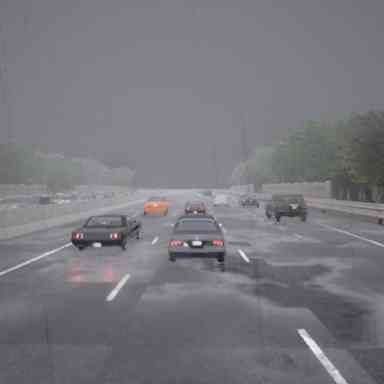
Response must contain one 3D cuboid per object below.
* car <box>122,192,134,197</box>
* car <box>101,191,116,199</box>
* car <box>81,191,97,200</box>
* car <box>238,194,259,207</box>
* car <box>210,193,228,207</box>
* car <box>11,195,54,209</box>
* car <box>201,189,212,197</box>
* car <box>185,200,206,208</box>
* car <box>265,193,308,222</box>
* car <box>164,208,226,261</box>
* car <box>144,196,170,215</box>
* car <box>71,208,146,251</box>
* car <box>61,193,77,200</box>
[{"bbox_3d":[-13.557,0.723,71.157,1.882,1.535,5.008,0,1,0],"label":"car"},{"bbox_3d":[-17.076,0.664,68.156,2.097,1.767,4.553,0,1,0],"label":"car"},{"bbox_3d":[-20.588,0.686,66.363,2.097,1.767,4.553,0,1,0],"label":"car"},{"bbox_3d":[7.345,1.031,43.555,2.097,1.767,4.553,0,1,1],"label":"car"},{"bbox_3d":[3.770,1.193,44.334,1.812,1.442,4.674,0,1,0],"label":"car"},{"bbox_3d":[-13.922,1.202,29.325,2.097,1.767,4.553,0,1,0],"label":"car"},{"bbox_3d":[4.048,0.185,87.108,2.150,2.045,5.566,0,1,0],"label":"car"},{"bbox_3d":[0.283,1.434,31.027,1.895,1.301,4.718,0,1,0],"label":"car"},{"bbox_3d":[7.096,1.113,25.451,2.150,2.045,5.566,0,1,2],"label":"car"},{"bbox_3d":[0.160,1.522,12.133,2.033,1.411,5.357,0,0,0],"label":"car"},{"bbox_3d":[-3.215,1.181,31.342,2.097,1.767,4.553,0,1,0],"label":"car"},{"bbox_3d":[-3.327,1.568,13.952,1.895,1.301,4.718,0,0,0],"label":"car"},{"bbox_3d":[-24.096,0.908,65.166,1.994,1.385,4.181,0,1,0],"label":"car"}]
